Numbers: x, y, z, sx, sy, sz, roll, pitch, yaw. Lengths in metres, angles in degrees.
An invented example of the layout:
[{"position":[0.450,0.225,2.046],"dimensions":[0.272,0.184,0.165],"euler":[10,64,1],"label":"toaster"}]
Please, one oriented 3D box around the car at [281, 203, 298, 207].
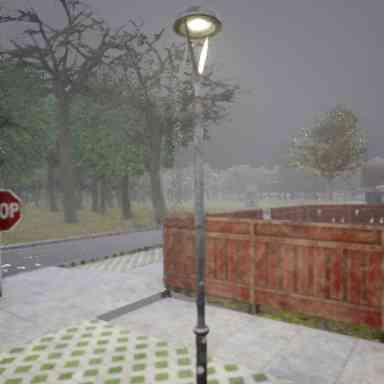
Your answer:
[{"position":[14.041,2.334,47.637],"dimensions":[1.882,1.535,5.008],"euler":[-3,-3,35],"label":"car"}]
